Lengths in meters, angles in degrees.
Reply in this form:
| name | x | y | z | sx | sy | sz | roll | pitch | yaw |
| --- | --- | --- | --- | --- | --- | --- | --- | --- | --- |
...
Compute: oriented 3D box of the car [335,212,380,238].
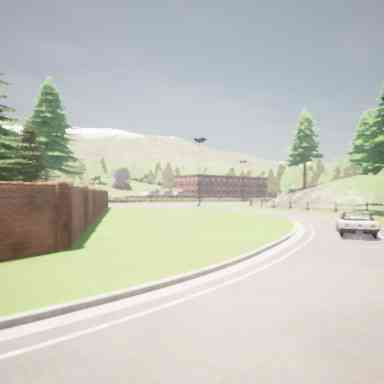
| name | x | y | z | sx | sy | sz | roll | pitch | yaw |
| --- | --- | --- | --- | --- | --- | --- | --- | --- | --- |
| car | 9.403 | 1.791 | 19.224 | 1.895 | 1.301 | 4.718 | 0 | 0 | 20 |
